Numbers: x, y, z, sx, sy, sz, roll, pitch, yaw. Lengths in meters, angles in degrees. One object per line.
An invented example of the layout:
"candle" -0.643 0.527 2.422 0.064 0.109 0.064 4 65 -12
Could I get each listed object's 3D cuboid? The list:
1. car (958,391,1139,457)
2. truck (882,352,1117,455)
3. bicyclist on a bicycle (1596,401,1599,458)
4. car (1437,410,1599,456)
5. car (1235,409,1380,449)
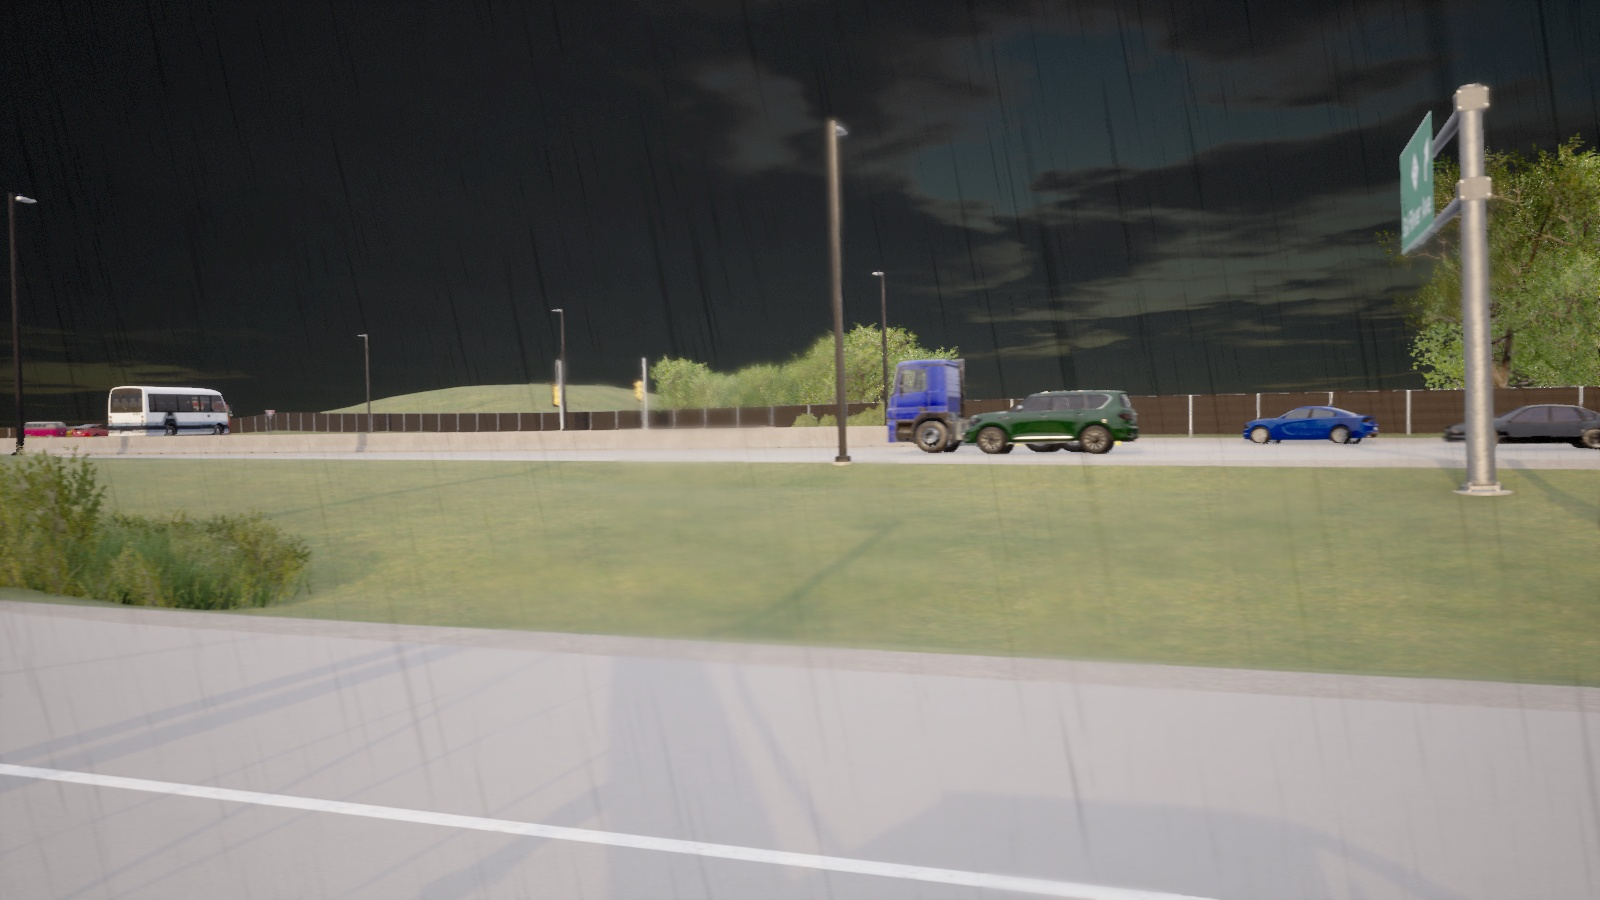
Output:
"car" 8.114 -0.828 40.976 5.566 2.045 2.150 0 1 19
"truck" 7.164 -1.580 44.998 7.936 3.462 2.891 0 1 19
"bicyclist on a bicycle" 23.608 -0.578 35.612 1.656 1.620 0.582 0 1 19
"car" 23.155 -0.535 39.474 5.357 1.411 2.033 0 1 19
"car" 20.062 -0.834 49.742 5.008 1.535 1.882 1 2 38
